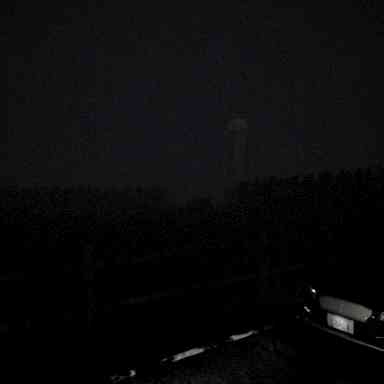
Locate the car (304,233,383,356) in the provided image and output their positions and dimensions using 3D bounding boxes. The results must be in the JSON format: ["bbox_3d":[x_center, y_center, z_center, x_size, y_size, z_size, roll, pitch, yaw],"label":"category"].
[{"bbox_3d":[3.976,1.460,5.780,4.902,1.511,2.128,0,0,-34],"label":"car"}]
